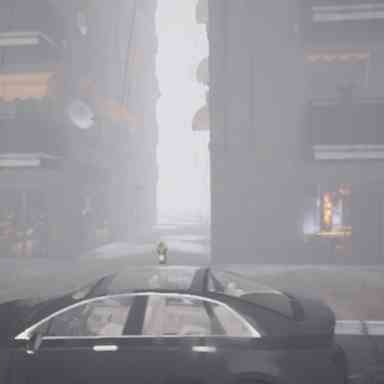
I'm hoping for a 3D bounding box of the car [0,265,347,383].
[{"bbox_3d":[-0.663,1.565,3.733,4.403,1.369,2.008,-1,0,5],"label":"car"}]
